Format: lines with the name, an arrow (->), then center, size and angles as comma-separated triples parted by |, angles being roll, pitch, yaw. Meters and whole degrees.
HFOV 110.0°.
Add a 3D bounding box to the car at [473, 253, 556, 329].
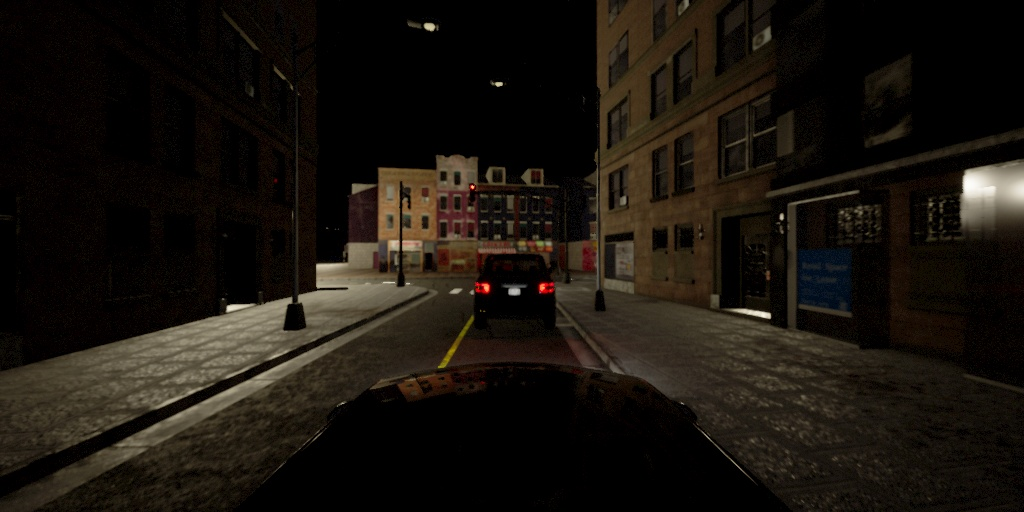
car -> 0.099, 0.929, 11.221 | 2.150, 2.045, 5.566 | 0, 0, 1
